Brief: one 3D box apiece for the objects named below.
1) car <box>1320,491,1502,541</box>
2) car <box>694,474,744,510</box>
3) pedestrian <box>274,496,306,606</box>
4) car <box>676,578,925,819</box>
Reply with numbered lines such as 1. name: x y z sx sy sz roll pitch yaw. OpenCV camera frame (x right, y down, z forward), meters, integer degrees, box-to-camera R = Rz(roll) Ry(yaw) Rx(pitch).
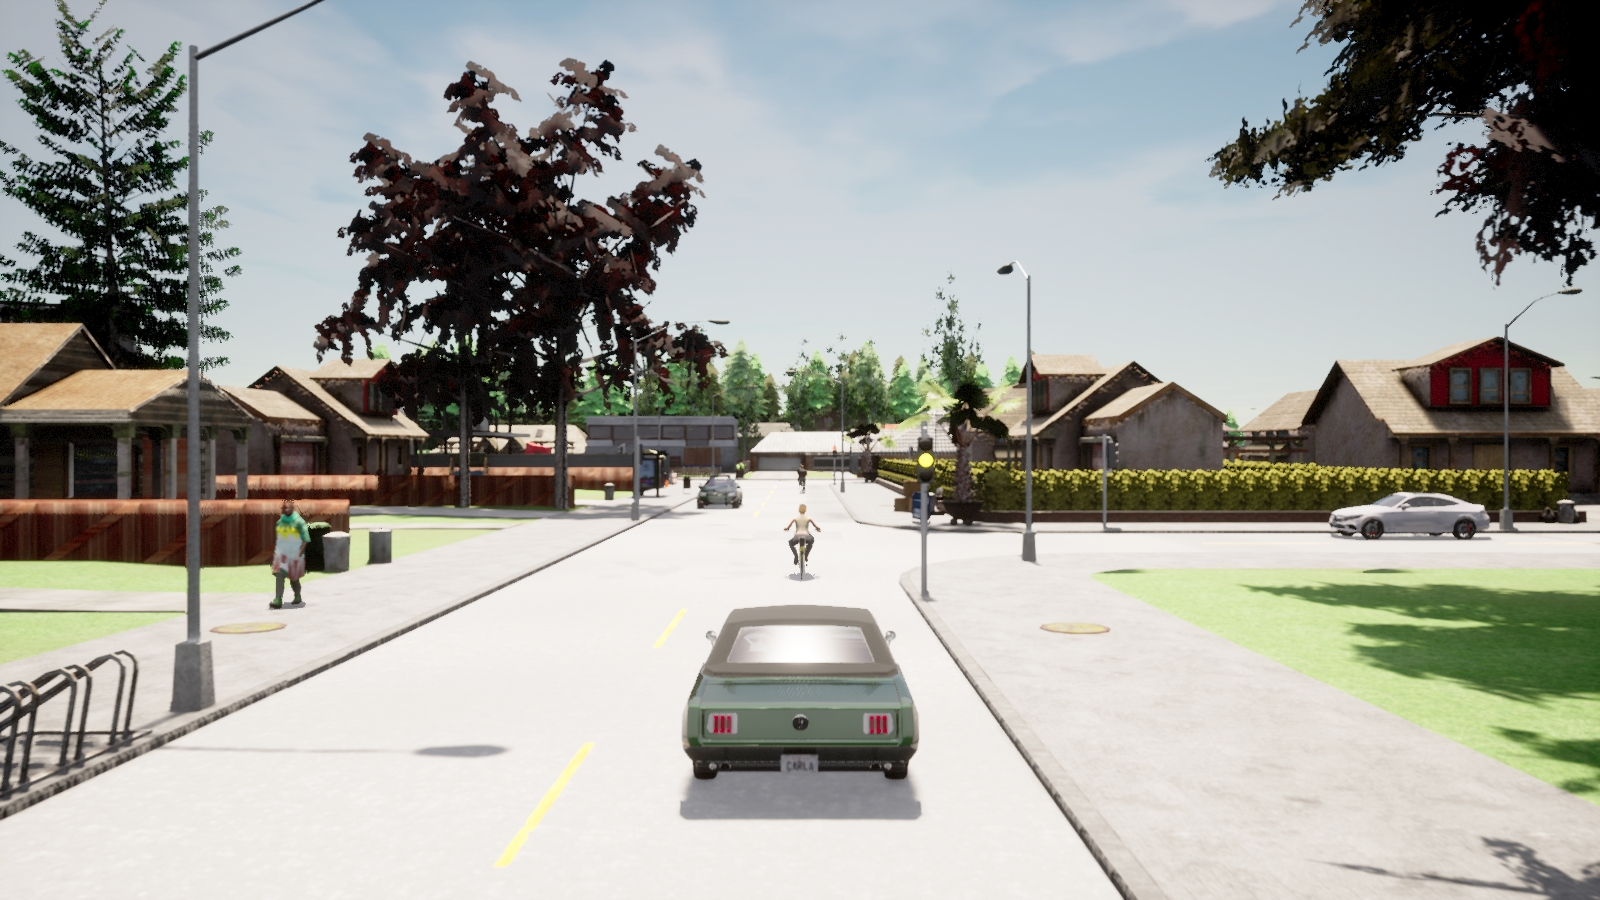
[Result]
1. car: 19.215 2.060 36.104 4.674 1.442 2.002 0 0 0
2. car: -3.867 2.006 55.469 2.038 1.542 4.974 0 0 0
3. pedestrian: -8.772 1.731 19.667 0.375 1.860 0.375 0 0 2
4. car: 0.007 2.148 11.035 1.895 1.301 4.718 0 0 0
